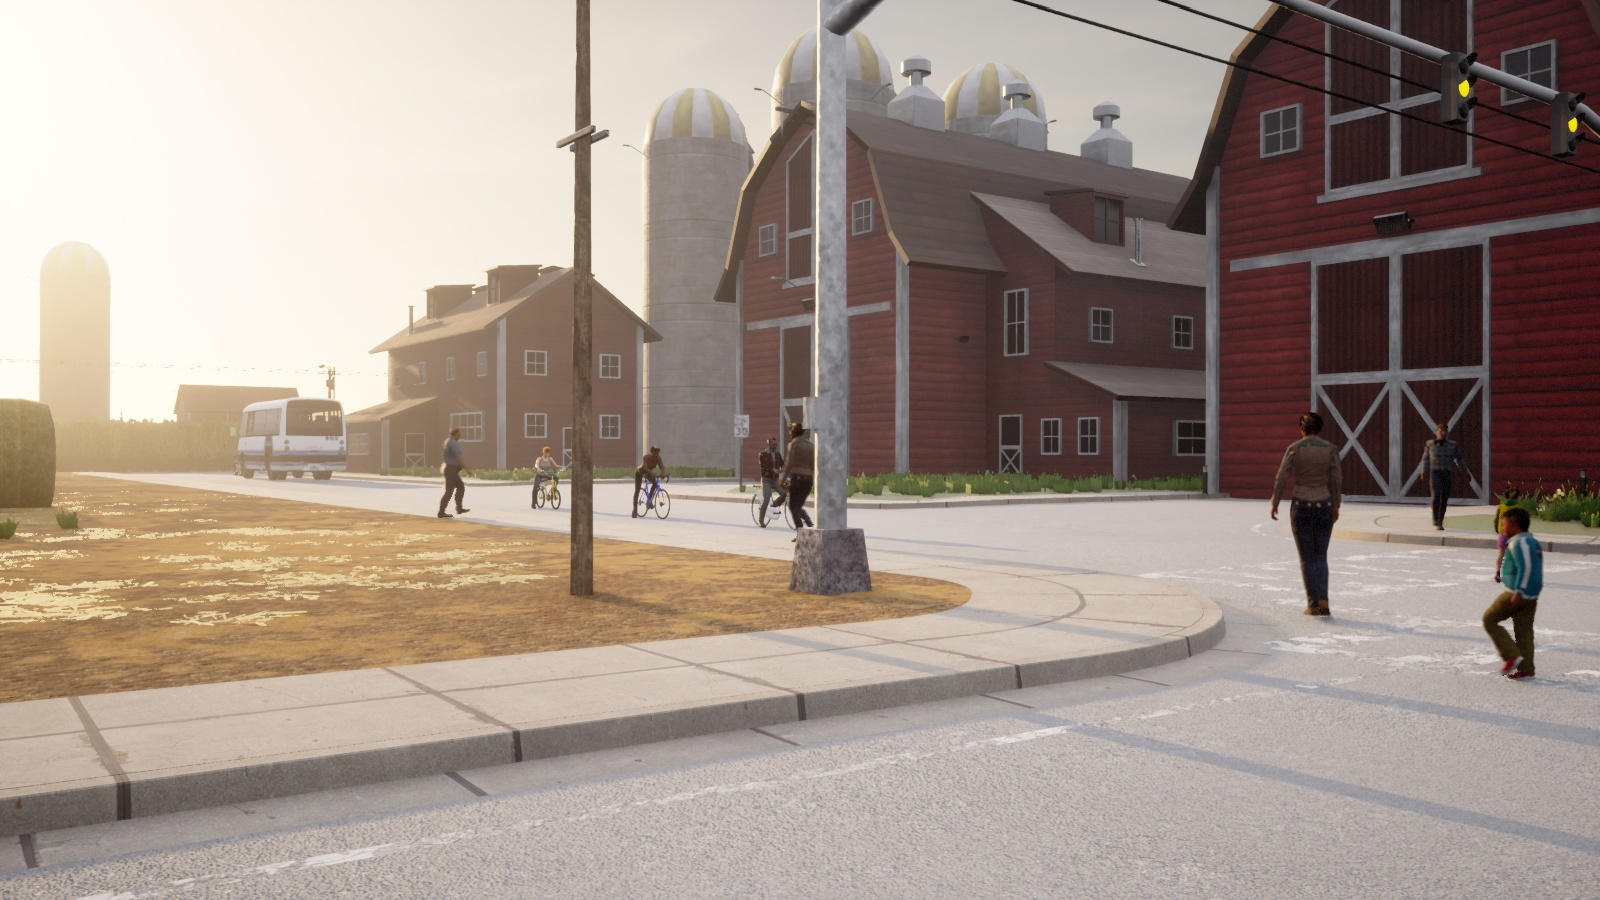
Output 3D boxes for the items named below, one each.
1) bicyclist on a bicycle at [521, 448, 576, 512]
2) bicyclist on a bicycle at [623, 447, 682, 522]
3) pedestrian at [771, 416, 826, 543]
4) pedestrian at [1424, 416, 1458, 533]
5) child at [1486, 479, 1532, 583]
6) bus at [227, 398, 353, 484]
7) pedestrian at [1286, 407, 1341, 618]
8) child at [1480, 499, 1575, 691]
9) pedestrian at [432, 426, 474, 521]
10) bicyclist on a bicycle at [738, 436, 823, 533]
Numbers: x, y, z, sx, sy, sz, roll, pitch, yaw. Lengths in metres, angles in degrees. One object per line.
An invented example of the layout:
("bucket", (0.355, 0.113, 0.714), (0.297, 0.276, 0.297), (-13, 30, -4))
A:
("bicyclist on a bicycle", (-6.515, 0.748, 32.483), (0.866, 1.612, 1.509), (0, 0, -36))
("bicyclist on a bicycle", (-3.312, 0.747, 28.056), (0.582, 1.620, 1.656), (0, 0, -36))
("pedestrian", (-0.022, 0.425, 18.365), (0.328, 1.805, 0.869), (0, 0, -39))
("pedestrian", (10.893, 0.402, 21.358), (0.423, 1.949, 0.788), (0, 0, 21))
("child", (8.154, 0.918, 14.444), (0.473, 1.160, 0.299), (0, 0, -38))
("bus", (-27.607, -0.434, 67.605), (3.944, 4.253, 10.273), (0, 0, -36))
("pedestrian", (4.574, 0.533, 11.207), (0.328, 1.805, 0.869), (0, 0, 14))
("child", (4.748, 0.925, 8.199), (0.343, 1.192, 0.448), (0, 0, -41))
("pedestrian", (-6.857, 0.455, 24.797), (0.694, 1.848, 0.540), (0, 0, -29))
("bicyclist on a bicycle", (-0.399, 0.641, 24.027), (0.659, 1.776, 1.843), (-1, 0, -36))
